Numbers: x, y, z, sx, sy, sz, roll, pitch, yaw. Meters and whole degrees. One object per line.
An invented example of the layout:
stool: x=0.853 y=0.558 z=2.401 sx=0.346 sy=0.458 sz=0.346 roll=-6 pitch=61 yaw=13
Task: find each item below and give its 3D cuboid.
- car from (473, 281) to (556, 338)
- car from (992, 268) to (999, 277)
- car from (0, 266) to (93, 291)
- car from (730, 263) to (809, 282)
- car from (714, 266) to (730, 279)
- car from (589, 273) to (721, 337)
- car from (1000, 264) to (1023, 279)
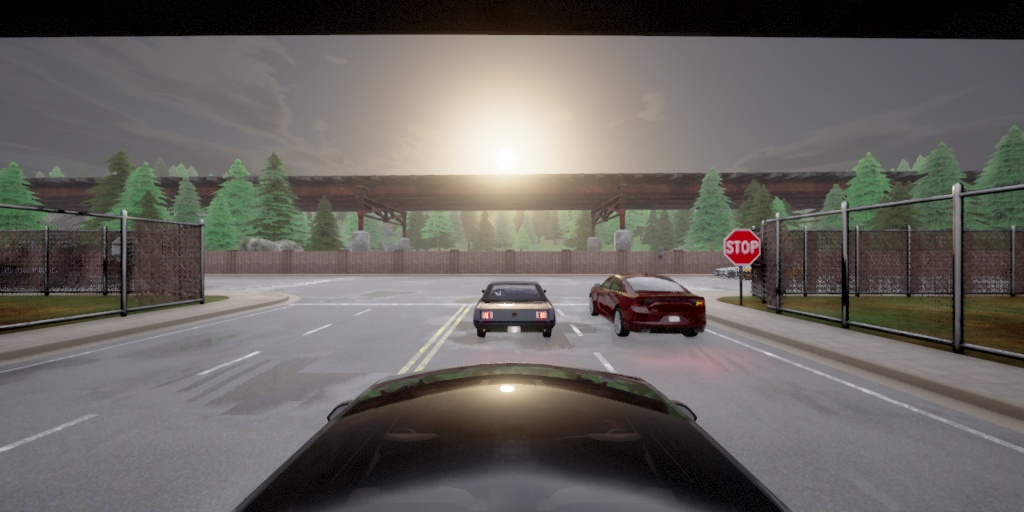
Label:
car: x=0.058 y=1.349 z=10.216 sx=1.895 sy=1.301 sz=4.718 roll=0 pitch=0 yaw=0
car: x=45.750 y=1.346 z=31.670 sx=4.718 sy=1.301 sz=1.895 roll=0 pitch=0 yaw=1
car: x=-28.642 y=1.294 z=21.430 sx=5.357 sy=1.411 sz=2.033 roll=0 pitch=0 yaw=-1
car: x=20.576 y=1.223 z=28.388 sx=5.008 sy=1.535 sz=1.882 roll=0 pitch=0 yaw=0
car: x=20.489 y=1.271 z=31.870 sx=4.674 sy=1.442 sz=1.812 roll=0 pitch=0 yaw=0
car: x=3.558 y=1.226 z=10.325 sx=1.882 sy=1.535 sz=5.008 roll=0 pitch=0 yaw=0
car: x=42.384 y=1.223 z=28.214 sx=5.008 sy=1.535 sz=1.882 roll=0 pitch=0 yaw=1
